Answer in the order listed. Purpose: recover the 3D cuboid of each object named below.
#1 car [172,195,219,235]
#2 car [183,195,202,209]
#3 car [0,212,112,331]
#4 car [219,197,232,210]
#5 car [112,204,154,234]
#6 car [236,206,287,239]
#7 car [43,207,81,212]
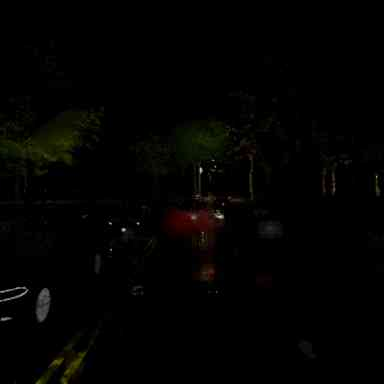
[{"bbox_3d":[0.096,1.210,17.891,2.097,1.767,4.553,0,0,0],"label":"car"},{"bbox_3d":[0.086,1.153,39.509,2.128,1.511,4.902,0,1,0],"label":"car"},{"bbox_3d":[-3.346,1.423,7.083,1.882,1.535,5.008,0,0,0],"label":"car"},{"bbox_3d":[3.339,1.248,37.257,1.994,1.385,4.181,0,1,0],"label":"car"},{"bbox_3d":[-3.257,1.401,18.532,2.033,1.411,5.357,0,0,0],"label":"car"},{"bbox_3d":[3.346,1.396,16.506,1.812,1.442,4.674,0,1,0],"label":"car"},{"bbox_3d":[-6.524,1.435,16.385,1.994,1.385,4.181,0,0,1],"label":"car"}]
